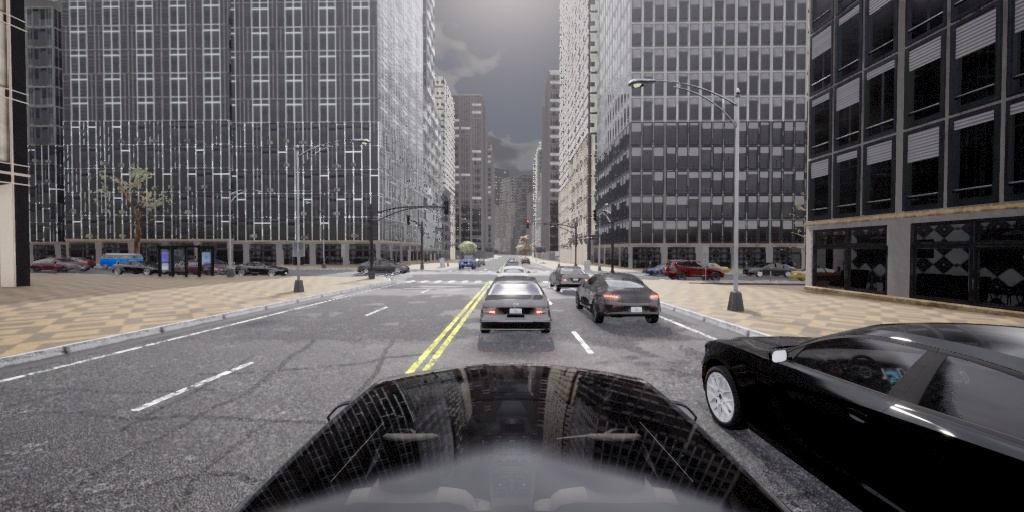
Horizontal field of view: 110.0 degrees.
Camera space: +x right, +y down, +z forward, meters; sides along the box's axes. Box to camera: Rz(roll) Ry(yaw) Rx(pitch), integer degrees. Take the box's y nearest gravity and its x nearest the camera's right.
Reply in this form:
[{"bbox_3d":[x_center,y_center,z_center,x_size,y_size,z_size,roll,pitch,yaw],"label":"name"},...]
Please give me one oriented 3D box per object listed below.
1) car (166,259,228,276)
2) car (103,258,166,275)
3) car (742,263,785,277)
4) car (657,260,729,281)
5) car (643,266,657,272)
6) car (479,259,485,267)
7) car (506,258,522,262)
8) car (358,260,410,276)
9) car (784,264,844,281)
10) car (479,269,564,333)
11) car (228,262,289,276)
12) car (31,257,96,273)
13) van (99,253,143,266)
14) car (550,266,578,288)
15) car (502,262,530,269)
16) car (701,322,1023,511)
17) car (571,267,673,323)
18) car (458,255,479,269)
[{"bbox_3d":[-28.440,1.136,32.794,4.207,1.307,1.802,0,0,1],"label":"car"},{"bbox_3d":[-34.121,1.068,32.963,4.313,1.339,1.948,0,0,1],"label":"car"},{"bbox_3d":[27.012,1.458,37.769,4.892,1.490,1.837,1,1,1],"label":"car"},{"bbox_3d":[16.170,1.267,32.169,5.009,1.841,2.192,0,0,1],"label":"car"},{"bbox_3d":[16.696,1.410,37.940,5.357,1.411,2.033,0,1,1],"label":"car"},{"bbox_3d":[-6.613,1.191,63.808,2.128,1.511,4.902,0,0,0],"label":"car"},{"bbox_3d":[0.026,1.201,55.247,2.128,1.511,4.902,0,0,0],"label":"car"},{"bbox_3d":[-12.657,1.153,35.518,4.892,1.490,1.837,0,1,-5],"label":"car"},{"bbox_3d":[27.618,1.577,31.982,4.829,1.417,1.751,0,0,1],"label":"car"},{"bbox_3d":[0.094,1.293,10.660,2.033,1.411,5.357,0,0,0],"label":"car"},{"bbox_3d":[-22.756,1.172,32.666,4.313,1.339,1.948,0,0,1],"label":"car"},{"bbox_3d":[-45.132,0.884,35.841,4.674,1.442,1.812,1,1,2],"label":"car"},{"bbox_3d":[-45.319,0.603,41.615,3.998,1.789,1.690,0,0,1],"label":"van"},{"bbox_3d":[3.337,1.286,21.341,2.033,1.411,5.357,0,0,0],"label":"car"},{"bbox_3d":[0.086,1.265,20.251,1.812,1.442,4.674,0,0,0],"label":"car"},{"bbox_3d":[3.344,1.227,2.584,1.882,1.535,5.008,0,0,0],"label":"car"},{"bbox_3d":[3.344,1.271,11.930,1.812,1.442,4.674,0,0,0],"label":"car"},{"bbox_3d":[-6.639,0.933,53.890,2.150,2.045,5.566,0,0,0],"label":"car"}]
